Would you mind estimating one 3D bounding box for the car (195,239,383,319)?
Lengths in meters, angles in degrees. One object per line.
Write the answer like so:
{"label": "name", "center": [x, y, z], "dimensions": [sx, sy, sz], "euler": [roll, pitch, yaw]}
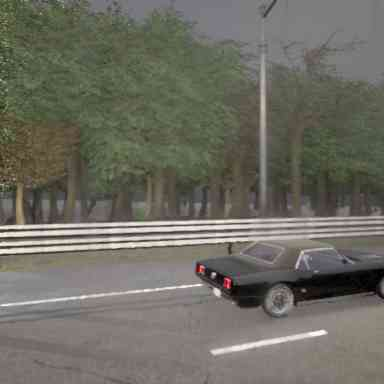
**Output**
{"label": "car", "center": [2.564, 1.730, 7.443], "dimensions": [4.718, 1.301, 1.895], "euler": [0, -1, -21]}
